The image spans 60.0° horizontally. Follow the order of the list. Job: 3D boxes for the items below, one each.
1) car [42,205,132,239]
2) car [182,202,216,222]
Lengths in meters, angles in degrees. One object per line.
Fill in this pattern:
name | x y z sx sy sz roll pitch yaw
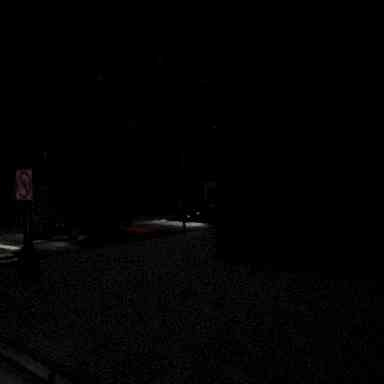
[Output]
car | -5.468 1.515 17.905 1.882 1.535 5.008 0 0 35
car | 1.107 1.585 27.121 1.812 1.442 4.674 0 0 36
